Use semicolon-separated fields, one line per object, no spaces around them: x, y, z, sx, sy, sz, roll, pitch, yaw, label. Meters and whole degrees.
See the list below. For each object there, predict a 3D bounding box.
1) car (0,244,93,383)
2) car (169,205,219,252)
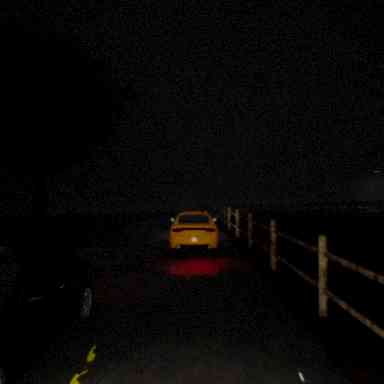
-2.735;1.537;4.525;1.812;1.442;4.674;0;0;0;car
0.076;1.562;14.344;1.882;1.535;5.008;0;0;0;car
